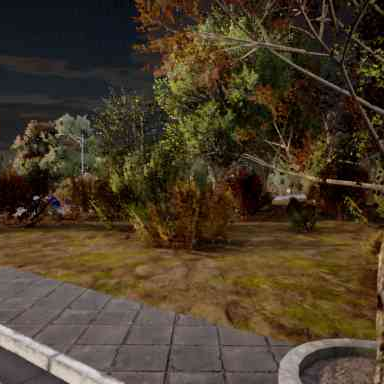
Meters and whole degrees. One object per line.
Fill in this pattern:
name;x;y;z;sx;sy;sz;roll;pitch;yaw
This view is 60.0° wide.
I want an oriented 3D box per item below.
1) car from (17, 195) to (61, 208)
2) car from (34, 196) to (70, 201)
car;-20.038;1.222;43.862;1.882;1.535;5.008;0;0;32
car;-17.523;1.247;41.286;1.882;1.535;5.008;0;0;32
